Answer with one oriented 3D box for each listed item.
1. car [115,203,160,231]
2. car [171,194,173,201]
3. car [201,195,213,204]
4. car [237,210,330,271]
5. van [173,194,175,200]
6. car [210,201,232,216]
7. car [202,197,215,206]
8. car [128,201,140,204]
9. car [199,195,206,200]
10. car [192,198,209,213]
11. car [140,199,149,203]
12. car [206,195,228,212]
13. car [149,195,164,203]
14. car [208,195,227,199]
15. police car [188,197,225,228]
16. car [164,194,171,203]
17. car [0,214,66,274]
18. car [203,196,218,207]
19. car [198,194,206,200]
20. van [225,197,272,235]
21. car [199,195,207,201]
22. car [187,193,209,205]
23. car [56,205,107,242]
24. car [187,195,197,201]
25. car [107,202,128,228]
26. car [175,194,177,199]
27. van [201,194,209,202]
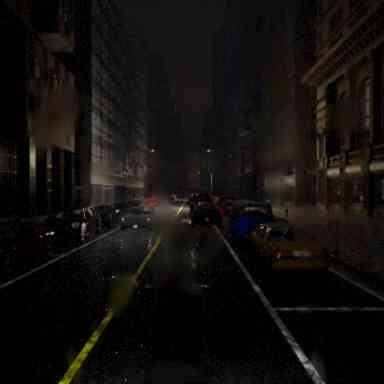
[{"bbox_3d":[-3.098,1.584,20.482,1.895,1.301,4.718,0,0,0],"label":"car"},{"bbox_3d":[-5.757,1.513,72.101,1.887,1.381,4.507,0,0,0],"label":"car"},{"bbox_3d":[2.767,1.410,60.907,1.967,1.590,4.097,0,0,0],"label":"car"},{"bbox_3d":[2.761,1.516,10.662,1.752,1.417,4.829,0,0,0],"label":"car"},{"bbox_3d":[-5.756,1.307,83.306,1.690,1.788,3.998,0,0,0],"label":"van"},{"bbox_3d":[2.764,1.559,32.899,1.802,1.307,4.206,0,0,0],"label":"car"},{"bbox_3d":[2.767,1.537,55.305,1.947,1.339,4.313,0,0,0],"label":"car"},{"bbox_3d":[-5.762,1.546,27.285,1.947,1.339,4.313,0,0,0],"label":"car"},{"bbox_3d":[2.771,1.510,88.916,1.887,1.381,4.507,0,0,0],"label":"car"},{"bbox_3d":[0.905,1.501,38.032,1.812,1.442,4.674,0,0,0],"label":"car"},{"bbox_3d":[-5.761,1.543,32.886,1.947,1.339,4.313,0,0,0],"label":"car"},{"bbox_3d":[2.764,1.290,38.500,2.192,1.841,5.009,0,0,0],"label":"car"},{"bbox_3d":[-5.759,1.517,49.693,1.887,1.381,4.507,0,0,0],"label":"car"},{"bbox_3d":[2.762,1.295,27.296,2.192,1.841,5.009,0,0,0],"label":"car"},{"bbox_3d":[0.902,1.408,22.142,1.930,1.638,5.238,0,0,0],"label":"police car"},{"bbox_3d":[-5.758,1.409,66.499,1.967,1.590,4.097,0,0,0],"label":"car"},{"bbox_3d":[-5.764,1.573,10.479,1.802,1.307,4.206,0,0,0],"label":"car"},{"bbox_3d":[2.765,1.413,49.703,1.967,1.590,4.097,0,0,0],"label":"car"},{"bbox_3d":[2.771,1.405,94.518,1.967,1.590,4.097,0,0,0],"label":"car"},{"bbox_3d":[2.761,1.328,16.093,1.690,1.788,3.998,0,0,0],"label":"van"},{"bbox_3d":[2.770,1.511,83.314,1.887,1.381,4.507,0,0,0],"label":"car"},{"bbox_3d":[0.857,1.200,32.061,2.150,2.045,5.566,0,0,0],"label":"car"},{"bbox_3d":[-5.764,1.427,16.080,1.967,1.590,4.097,0,0,0],"label":"car"},{"bbox_3d":[0.009,1.353,75.284,2.033,1.411,5.357,0,0,0],"label":"car"},{"bbox_3d":[-5.763,1.534,21.683,2.008,1.369,4.403,0,0,0],"label":"car"},{"bbox_3d":[-5.755,1.510,88.908,1.887,1.381,4.507,0,0,0],"label":"car"},{"bbox_3d":[2.768,1.309,72.110,1.690,1.788,3.998,0,0,0],"label":"van"}]
